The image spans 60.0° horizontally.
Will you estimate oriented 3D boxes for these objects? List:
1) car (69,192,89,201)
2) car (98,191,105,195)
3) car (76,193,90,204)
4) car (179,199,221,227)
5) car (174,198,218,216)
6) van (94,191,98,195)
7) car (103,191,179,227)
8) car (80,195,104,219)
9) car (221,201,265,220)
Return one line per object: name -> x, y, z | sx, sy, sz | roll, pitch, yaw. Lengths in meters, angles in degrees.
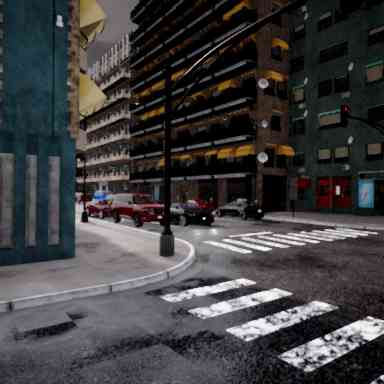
car -> -19.323, 0.766, 56.764 | 1.887, 1.381, 4.507 | 2, 0, -36
car -> -6.048, 0.969, 28.573 | 2.097, 1.767, 4.553 | 1, 0, -36
car -> -15.663, 0.820, 47.200 | 1.882, 1.535, 5.008 | 1, 0, -36
car -> -0.460, 1.318, 20.855 | 1.994, 1.385, 4.181 | 1, 1, -36
car -> 0.292, 1.285, 29.704 | 1.802, 1.307, 4.206 | 2, 0, -36
van -> -12.780, 0.723, 47.745 | 1.690, 1.788, 3.998 | 2, 0, -36
car -> -3.239, 1.032, 20.307 | 2.192, 1.841, 5.009 | 2, 0, -36
car -> -6.515, 1.181, 24.817 | 1.887, 1.381, 4.507 | 2, 0, -36
car -> 3.562, 1.349, 25.193 | 1.947, 1.339, 4.313 | 2, 0, -36
